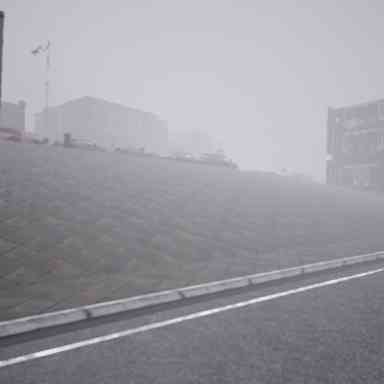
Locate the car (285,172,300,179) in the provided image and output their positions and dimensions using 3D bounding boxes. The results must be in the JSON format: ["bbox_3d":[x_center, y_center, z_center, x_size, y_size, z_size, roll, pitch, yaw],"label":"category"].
[{"bbox_3d":[14.272,-2.184,50.957,2.002,1.452,4.674,1,-2,41],"label":"car"}]

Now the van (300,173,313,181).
[{"bbox_3d":[17.950,-2.146,55.282,1.878,1.987,4.442,1,-2,40],"label":"van"}]

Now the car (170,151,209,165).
[{"bbox_3d":[-0.825,-3.325,34.729,4.553,1.767,2.185,3,-1,-44],"label":"car"}]

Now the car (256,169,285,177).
[{"bbox_3d":[10.625,-2.459,46.792,2.002,1.452,4.674,1,-2,42],"label":"car"}]

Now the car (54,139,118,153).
[{"bbox_3d":[-8.848,-3.524,27.122,4.674,1.452,2.002,2,-1,-42],"label":"car"}]

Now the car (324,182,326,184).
[{"bbox_3d":[24.754,-1.249,63.880,2.163,1.488,4.792,1,-3,38],"label":"car"}]

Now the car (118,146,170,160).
[{"bbox_3d":[-4.872,-3.393,30.806,4.892,1.521,2.231,2,-1,-43],"label":"car"}]

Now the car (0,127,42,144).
[{"bbox_3d":[-12.974,-3.707,23.459,4.792,1.488,2.163,2,-1,-40],"label":"car"}]

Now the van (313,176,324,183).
[{"bbox_3d":[21.422,-1.829,59.586,1.878,1.987,4.442,1,-3,39],"label":"van"}]

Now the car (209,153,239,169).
[{"bbox_3d":[3.133,-3.236,38.707,2.435,2.045,5.566,1,-2,45],"label":"car"}]
